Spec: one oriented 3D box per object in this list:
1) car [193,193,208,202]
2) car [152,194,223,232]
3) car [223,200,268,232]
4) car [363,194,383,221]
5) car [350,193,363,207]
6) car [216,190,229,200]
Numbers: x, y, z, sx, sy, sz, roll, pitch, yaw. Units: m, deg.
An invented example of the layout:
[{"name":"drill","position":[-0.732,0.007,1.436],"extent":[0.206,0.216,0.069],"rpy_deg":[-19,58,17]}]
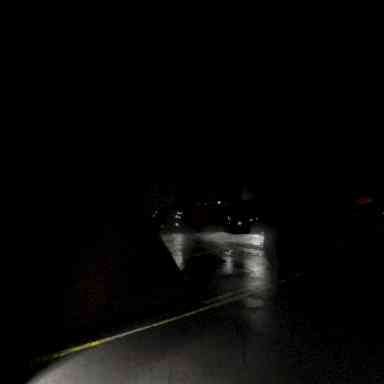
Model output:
[{"name":"car","position":[1.465,0.986,59.694],"extent":[1.994,1.385,4.181],"rpy_deg":[-1,1,-9]},{"name":"car","position":[-0.344,1.179,19.174],"extent":[2.097,1.767,4.553],"rpy_deg":[-1,1,32]},{"name":"car","position":[3.578,1.280,18.805],"extent":[1.837,1.490,4.892],"rpy_deg":[0,1,30]},{"name":"car","position":[13.131,1.110,22.603],"extent":[1.837,1.490,4.892],"rpy_deg":[0,1,21]},{"name":"car","position":[18.710,0.860,37.952],"extent":[1.882,1.535,5.008],"rpy_deg":[-1,1,-2]},{"name":"car","position":[5.128,0.856,58.995],"extent":[1.882,1.535,5.008],"rpy_deg":[-1,1,-9]}]
